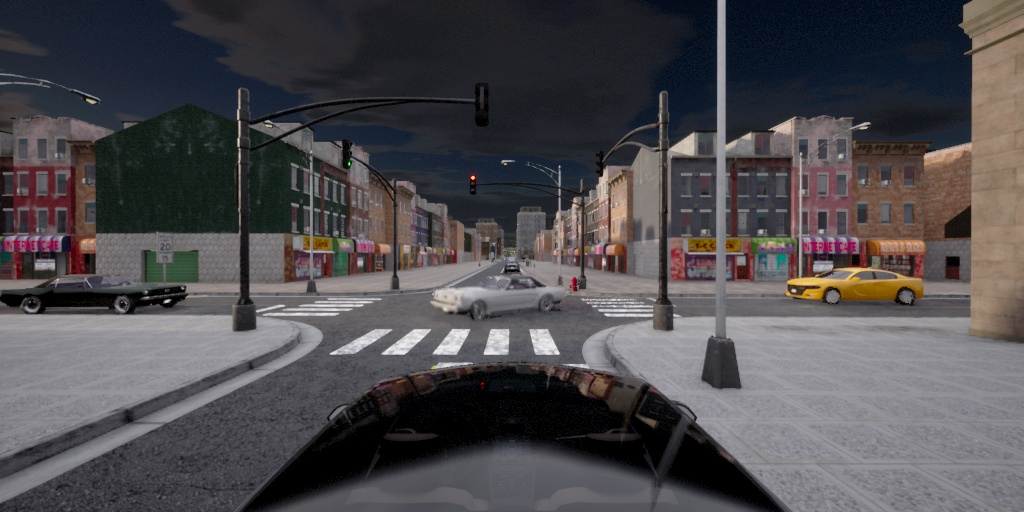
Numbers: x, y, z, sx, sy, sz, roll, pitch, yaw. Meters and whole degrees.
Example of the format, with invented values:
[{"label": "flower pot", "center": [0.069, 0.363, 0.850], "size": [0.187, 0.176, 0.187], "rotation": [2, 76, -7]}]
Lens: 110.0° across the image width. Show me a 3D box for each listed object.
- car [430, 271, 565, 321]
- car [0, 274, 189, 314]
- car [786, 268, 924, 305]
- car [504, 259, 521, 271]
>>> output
[{"label": "car", "center": [-0.390, 1.353, 12.552], "size": [4.718, 1.301, 1.895], "rotation": [0, 0, -39]}, {"label": "car", "center": [-14.637, 1.311, 12.836], "size": [4.718, 1.301, 1.895], "rotation": [0, 0, -3]}, {"label": "car", "center": [14.941, 1.270, 15.810], "size": [5.008, 1.535, 1.882], "rotation": [0, 0, 0]}, {"label": "car", "center": [0.015, 1.308, 40.628], "size": [1.948, 1.339, 4.313], "rotation": [0, 0, 0]}]
